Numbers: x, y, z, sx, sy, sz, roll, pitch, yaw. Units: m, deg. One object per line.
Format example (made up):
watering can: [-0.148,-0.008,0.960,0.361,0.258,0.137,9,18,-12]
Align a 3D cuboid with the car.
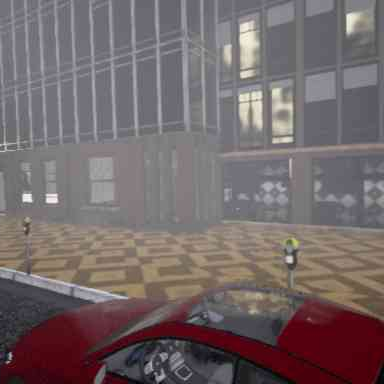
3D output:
car: [0.232,1.433,2.585,4.206,1.307,1.802,0,3,32]
